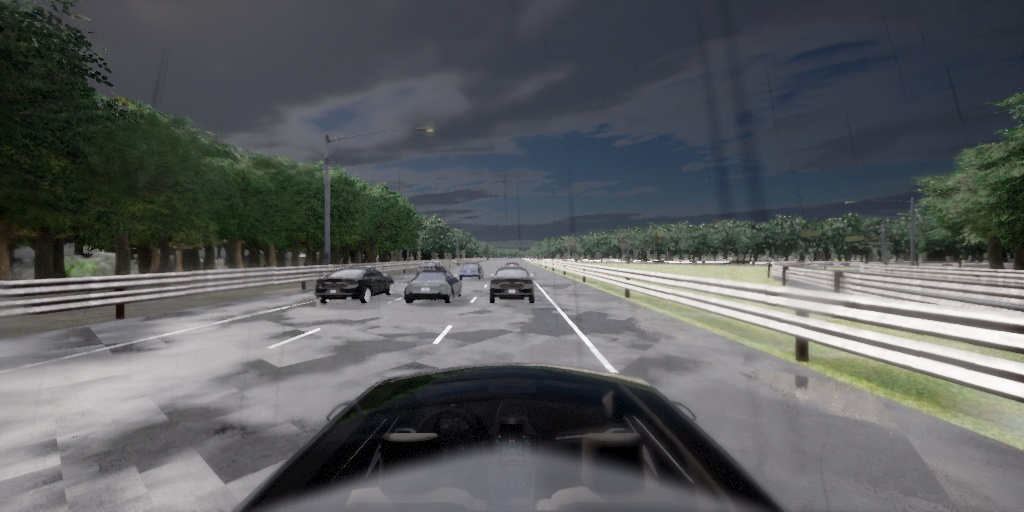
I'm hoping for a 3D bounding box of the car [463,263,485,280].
[{"bbox_3d":[-3.499,1.316,31.500,2.033,1.411,5.357,0,0,0],"label":"car"}]

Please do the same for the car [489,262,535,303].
[{"bbox_3d":[0.000,1.233,16.500,1.882,1.535,5.008,0,0,0],"label":"car"}]

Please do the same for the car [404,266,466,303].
[{"bbox_3d":[-3.500,1.320,16.499,1.994,1.385,4.181,0,0,0],"label":"car"}]

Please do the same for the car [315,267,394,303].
[{"bbox_3d":[-7.000,1.233,16.499,1.882,1.535,5.008,0,0,0],"label":"car"}]

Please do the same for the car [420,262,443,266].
[{"bbox_3d":[-7.000,1.248,31.500,2.128,1.511,4.902,0,0,0],"label":"car"}]

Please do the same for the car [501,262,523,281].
[{"bbox_3d":[0.000,1.286,31.500,1.812,1.442,4.674,0,0,0],"label":"car"}]
